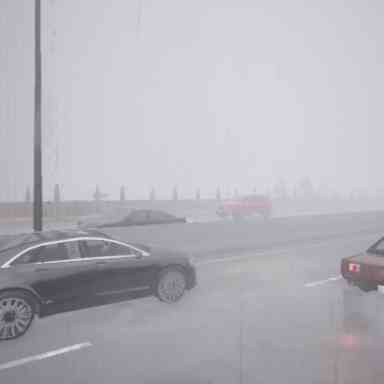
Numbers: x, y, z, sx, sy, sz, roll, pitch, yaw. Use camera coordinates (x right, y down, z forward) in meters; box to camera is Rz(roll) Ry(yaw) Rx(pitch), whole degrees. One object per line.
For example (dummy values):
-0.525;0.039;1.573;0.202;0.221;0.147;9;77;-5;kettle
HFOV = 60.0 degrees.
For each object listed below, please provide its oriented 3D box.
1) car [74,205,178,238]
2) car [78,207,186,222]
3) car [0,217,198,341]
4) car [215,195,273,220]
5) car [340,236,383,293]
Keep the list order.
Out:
-3.576;1.554;18.631;5.357;1.411;2.033;0;0;-35;car
-2.557;1.483;15.060;5.008;1.535;1.882;0;0;-35;car
-2.122;1.492;6.529;4.902;1.511;2.128;0;0;-35;car
4.614;1.246;28.757;5.566;2.045;2.150;0;0;-35;car
5.560;1.607;7.703;4.718;1.301;1.895;0;0;-35;car
